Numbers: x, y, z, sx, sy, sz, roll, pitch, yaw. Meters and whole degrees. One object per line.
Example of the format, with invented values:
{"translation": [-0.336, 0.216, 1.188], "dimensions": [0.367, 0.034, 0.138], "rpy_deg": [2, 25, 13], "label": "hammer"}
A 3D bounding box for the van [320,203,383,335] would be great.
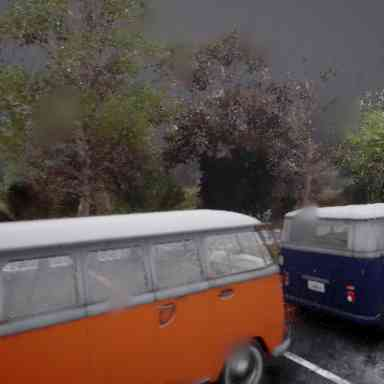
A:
{"translation": [3.804, 1.215, 6.568], "dimensions": [4.442, 1.987, 1.878], "rpy_deg": [-1, -1, -34], "label": "van"}

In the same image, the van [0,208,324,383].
{"translation": [-0.857, 1.241, 3.479], "dimensions": [4.442, 1.987, 1.878], "rpy_deg": [-1, -1, -34], "label": "van"}
